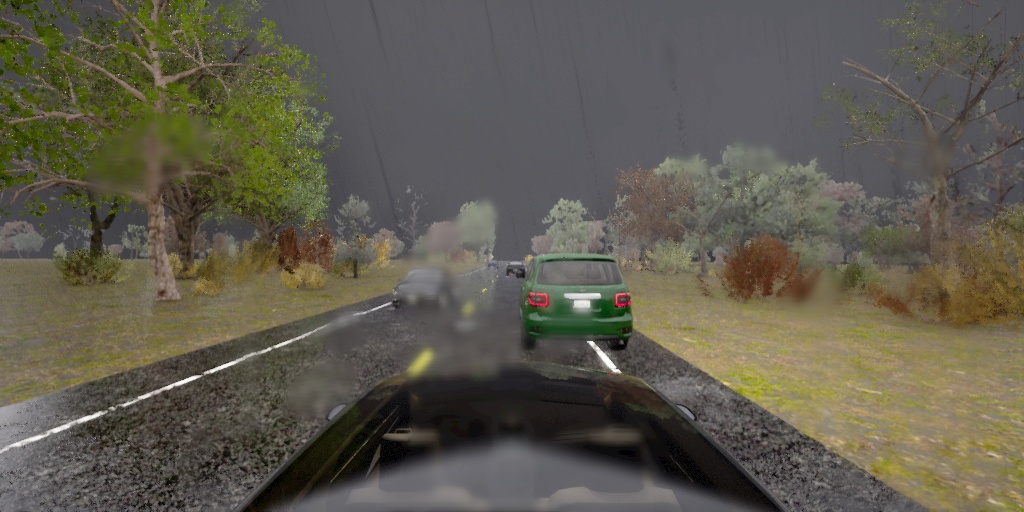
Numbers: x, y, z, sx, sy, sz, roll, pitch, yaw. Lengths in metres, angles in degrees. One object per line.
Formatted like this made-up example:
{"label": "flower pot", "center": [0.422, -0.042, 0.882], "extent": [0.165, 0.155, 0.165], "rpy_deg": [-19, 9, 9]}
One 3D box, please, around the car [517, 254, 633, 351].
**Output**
{"label": "car", "center": [1.305, 0.971, 9.150], "extent": [2.150, 2.045, 5.566], "rpy_deg": [0, 0, 1]}

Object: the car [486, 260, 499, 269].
{"label": "car", "center": [-3.068, 1.373, 58.251], "extent": [2.033, 1.411, 5.357], "rpy_deg": [0, 0, 1]}

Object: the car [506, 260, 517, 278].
{"label": "car", "center": [0.413, 1.251, 37.863], "extent": [1.882, 1.535, 5.008], "rpy_deg": [0, -1, 1]}

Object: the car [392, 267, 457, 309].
{"label": "car", "center": [-3.470, 1.249, 14.979], "extent": [1.837, 1.490, 4.892], "rpy_deg": [0, 0, 1]}
